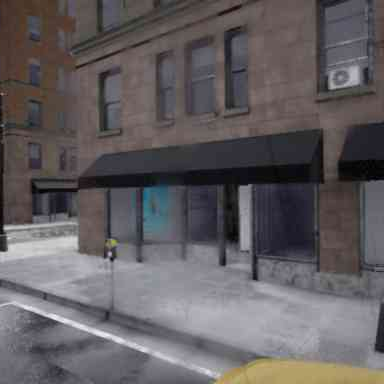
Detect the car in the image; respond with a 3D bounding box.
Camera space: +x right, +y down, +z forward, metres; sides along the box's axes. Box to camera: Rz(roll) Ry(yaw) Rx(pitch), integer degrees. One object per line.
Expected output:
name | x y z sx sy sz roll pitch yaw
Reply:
car | 1.981 1.515 1.397 4.829 1.417 1.752 -1 0 35
